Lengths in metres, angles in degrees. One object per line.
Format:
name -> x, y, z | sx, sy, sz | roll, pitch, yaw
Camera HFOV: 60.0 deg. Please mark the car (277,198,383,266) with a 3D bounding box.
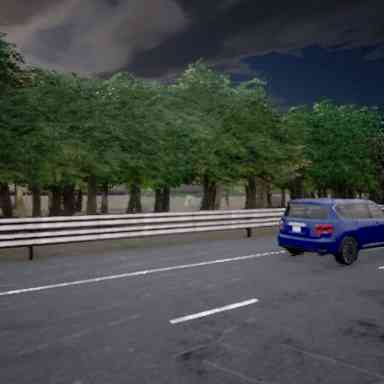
car -> 5.502, 1.250, 11.877 | 5.566, 2.045, 2.150 | 0, 0, -34
